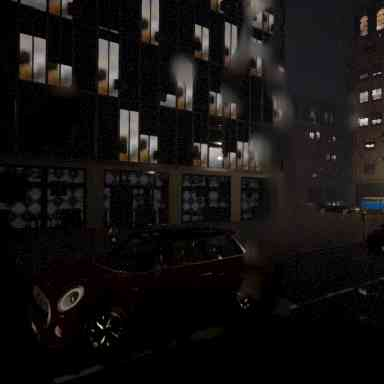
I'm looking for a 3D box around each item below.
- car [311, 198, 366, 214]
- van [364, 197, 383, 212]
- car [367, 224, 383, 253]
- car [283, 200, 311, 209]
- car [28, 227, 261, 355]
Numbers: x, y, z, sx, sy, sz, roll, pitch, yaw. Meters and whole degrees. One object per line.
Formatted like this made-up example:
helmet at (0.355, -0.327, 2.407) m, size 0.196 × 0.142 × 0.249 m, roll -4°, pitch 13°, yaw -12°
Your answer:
car at (15.202, 1.620, 34.801) m, size 2.008 × 1.369 × 4.403 m, roll 0°, pitch -1°, yaw -35°
van at (22.087, 1.525, 39.583) m, size 1.690 × 1.788 × 3.998 m, roll 0°, pitch -1°, yaw -35°
car at (8.370, 1.567, 12.524) m, size 4.313 × 1.339 × 1.947 m, roll 0°, pitch 1°, yaw -36°
car at (15.654, 1.787, 48.834) m, size 1.752 × 1.417 × 4.829 m, roll 0°, pitch -1°, yaw -35°
car at (-0.703, 1.441, 6.045) m, size 4.097 × 1.590 × 1.967 m, roll 0°, pitch 1°, yaw -36°
